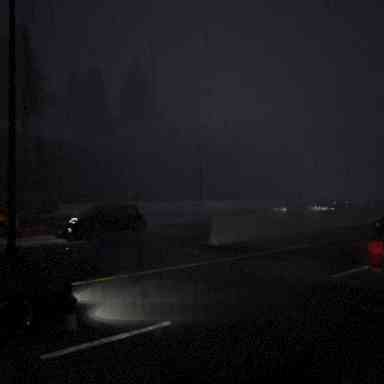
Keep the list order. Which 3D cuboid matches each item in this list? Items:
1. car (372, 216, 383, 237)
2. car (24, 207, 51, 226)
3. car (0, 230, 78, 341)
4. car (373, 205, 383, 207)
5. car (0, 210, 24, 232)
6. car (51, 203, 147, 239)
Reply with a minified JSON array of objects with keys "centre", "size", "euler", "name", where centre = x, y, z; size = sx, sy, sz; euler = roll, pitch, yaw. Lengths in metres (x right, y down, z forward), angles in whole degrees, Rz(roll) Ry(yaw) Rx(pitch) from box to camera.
[{"centre":[11.339,1.669,17.521],"size":[4.718,1.301,1.895],"euler":[0,0,-41],"name":"car"},{"centre":[-10.815,1.679,22.161],"size":[4.718,1.301,1.895],"euler":[0,0,-37],"name":"car"},{"centre":[-4.572,1.565,4.826],"size":[5.357,1.411,2.033],"euler":[0,0,-36],"name":"car"},{"centre":[28.170,1.687,51.341],"size":[2.128,1.511,4.902],"euler":[0,0,38],"name":"car"},{"centre":[-11.725,1.537,17.160],"size":[5.008,1.535,1.882],"euler":[0,0,-36],"name":"car"},{"centre":[-4.805,1.416,18.003],"size":[4.553,1.767,2.097],"euler":[0,0,-38],"name":"car"}]
